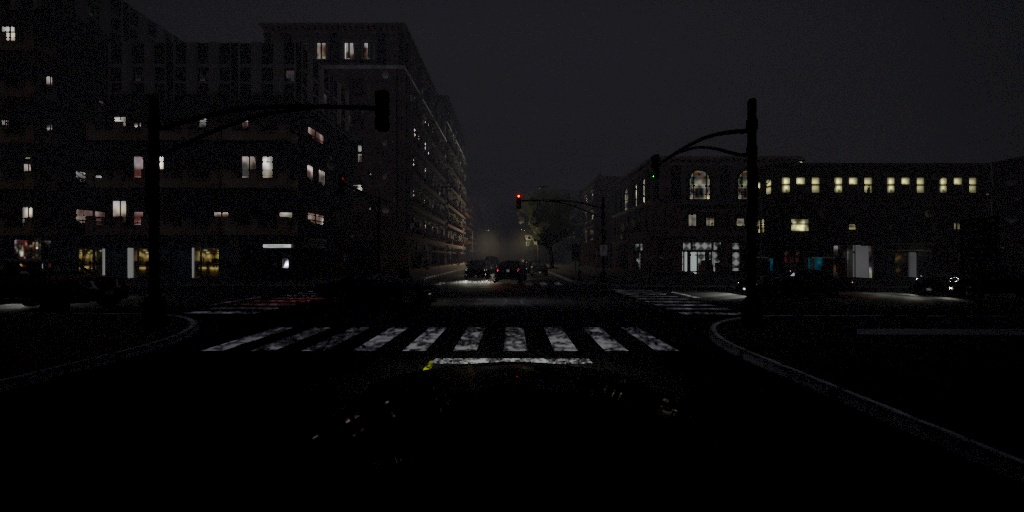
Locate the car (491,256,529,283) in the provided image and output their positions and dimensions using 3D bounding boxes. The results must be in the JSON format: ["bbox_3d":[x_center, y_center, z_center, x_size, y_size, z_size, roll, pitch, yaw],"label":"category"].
[{"bbox_3d":[-0.064,1.119,28.577,2.097,1.767,4.553,0,0,6],"label":"car"}]

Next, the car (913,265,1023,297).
[{"bbox_3d":[24.528,1.219,19.181,4.553,1.767,2.097,0,0,0],"label":"car"}]

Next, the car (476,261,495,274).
[{"bbox_3d":[-3.088,1.315,42.579,1.812,1.442,4.674,0,0,0],"label":"car"}]

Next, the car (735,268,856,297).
[{"bbox_3d":[15.028,1.372,19.117,5.357,1.411,2.033,0,0,0],"label":"car"}]

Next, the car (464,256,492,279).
[{"bbox_3d":[-3.065,1.124,32.281,2.097,1.767,4.553,0,0,-1],"label":"car"}]

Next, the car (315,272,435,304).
[{"bbox_3d":[-5.850,1.354,15.775,4.718,1.301,1.895,0,0,0],"label":"car"}]

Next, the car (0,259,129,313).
[{"bbox_3d":[-17.273,1.014,13.106,5.009,1.841,2.192,0,0,0],"label":"car"}]

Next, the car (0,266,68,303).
[{"bbox_3d":[-22.855,1.206,15.655,4.674,1.442,1.812,0,0,0],"label":"car"}]

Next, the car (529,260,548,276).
[{"bbox_3d":[2.699,1.330,36.820,2.007,1.370,4.403,0,0,0],"label":"car"}]
